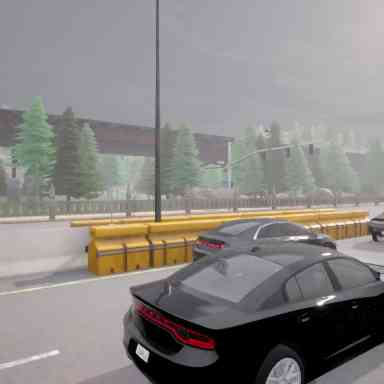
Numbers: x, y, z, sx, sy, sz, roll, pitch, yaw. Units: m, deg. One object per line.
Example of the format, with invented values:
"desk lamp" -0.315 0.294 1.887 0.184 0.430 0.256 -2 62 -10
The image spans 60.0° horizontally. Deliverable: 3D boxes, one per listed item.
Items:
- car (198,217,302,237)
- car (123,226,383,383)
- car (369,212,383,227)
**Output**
"car" 2.283 1.504 9.675 4.892 1.490 1.837 0 0 -35
"car" 1.512 1.478 4.823 5.008 1.535 1.882 0 0 -36
"car" 9.950 1.491 15.145 4.902 1.511 2.128 0 0 -36
